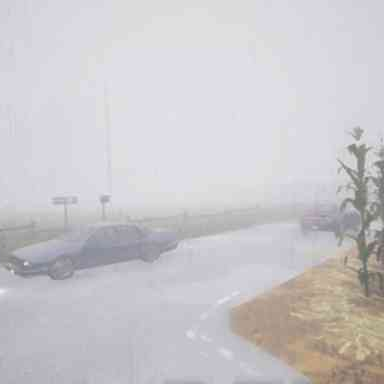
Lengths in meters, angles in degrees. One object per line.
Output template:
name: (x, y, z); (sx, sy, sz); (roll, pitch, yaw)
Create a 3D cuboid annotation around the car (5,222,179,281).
car: (-2.909, 1.719, 10.807); (5.357, 1.411, 2.033); (-1, 0, -43)

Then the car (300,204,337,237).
car: (7.221, 1.386, 17.229); (2.128, 1.511, 4.902); (-2, 0, 40)
